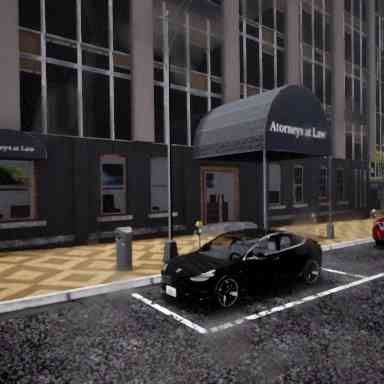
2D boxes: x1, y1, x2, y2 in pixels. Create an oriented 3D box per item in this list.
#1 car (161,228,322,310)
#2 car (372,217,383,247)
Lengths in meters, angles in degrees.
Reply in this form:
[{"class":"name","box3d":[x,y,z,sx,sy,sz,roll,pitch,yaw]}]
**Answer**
[{"class":"car","box3d":[1.329,1.563,7.811,4.313,1.339,1.947,0,-1,-37]},{"class":"car","box3d":[9.605,1.307,14.014,5.009,1.841,2.192,0,-1,-37]}]
